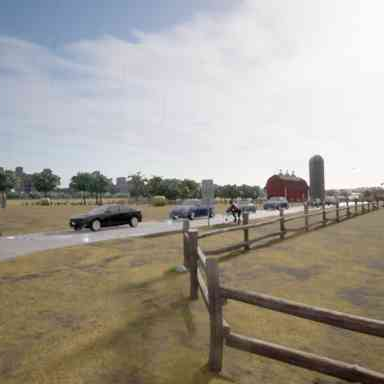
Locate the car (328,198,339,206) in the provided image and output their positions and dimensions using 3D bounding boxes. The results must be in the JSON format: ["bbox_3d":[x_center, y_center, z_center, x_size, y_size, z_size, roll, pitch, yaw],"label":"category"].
[{"bbox_3d":[23.665,1.668,56.620,2.033,1.411,5.357,-2,-2,35],"label":"car"}]

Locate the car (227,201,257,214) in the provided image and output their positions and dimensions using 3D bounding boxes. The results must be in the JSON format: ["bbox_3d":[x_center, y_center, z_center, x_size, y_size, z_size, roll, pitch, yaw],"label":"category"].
[{"bbox_3d":[5.432,1.665,36.179,1.994,1.385,4.181,-2,-1,35],"label":"car"}]

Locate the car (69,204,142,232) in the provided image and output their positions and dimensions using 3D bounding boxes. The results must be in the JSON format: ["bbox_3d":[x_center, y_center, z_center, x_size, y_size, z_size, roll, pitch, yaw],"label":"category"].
[{"bbox_3d":[-5.344,1.552,21.092,1.882,1.535,5.008,-2,-1,35],"label":"car"}]

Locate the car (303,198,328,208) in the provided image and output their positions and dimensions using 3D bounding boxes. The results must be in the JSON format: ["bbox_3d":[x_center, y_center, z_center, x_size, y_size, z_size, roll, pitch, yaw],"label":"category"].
[{"bbox_3d":[17.879,1.659,48.538,1.895,1.301,4.718,-2,-2,35],"label":"car"}]

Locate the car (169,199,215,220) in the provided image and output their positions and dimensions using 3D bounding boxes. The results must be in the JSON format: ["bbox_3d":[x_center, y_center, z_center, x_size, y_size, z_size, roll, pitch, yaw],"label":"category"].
[{"bbox_3d":[0.055,1.440,28.665,2.097,1.767,4.553,-2,-1,36],"label":"car"}]

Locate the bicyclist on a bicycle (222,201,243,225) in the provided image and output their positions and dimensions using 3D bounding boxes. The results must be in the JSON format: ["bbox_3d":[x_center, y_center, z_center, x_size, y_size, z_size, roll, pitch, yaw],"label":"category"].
[{"bbox_3d":[2.732,1.402,22.118,1.656,1.620,0.582,0,0,36],"label":"bicyclist on a bicycle"}]

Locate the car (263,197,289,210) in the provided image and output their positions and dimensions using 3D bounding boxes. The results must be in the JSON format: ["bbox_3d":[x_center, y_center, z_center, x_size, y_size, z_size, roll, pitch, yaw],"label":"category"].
[{"bbox_3d":[11.166,1.470,44.146,2.097,1.767,4.553,-2,-1,36],"label":"car"}]
